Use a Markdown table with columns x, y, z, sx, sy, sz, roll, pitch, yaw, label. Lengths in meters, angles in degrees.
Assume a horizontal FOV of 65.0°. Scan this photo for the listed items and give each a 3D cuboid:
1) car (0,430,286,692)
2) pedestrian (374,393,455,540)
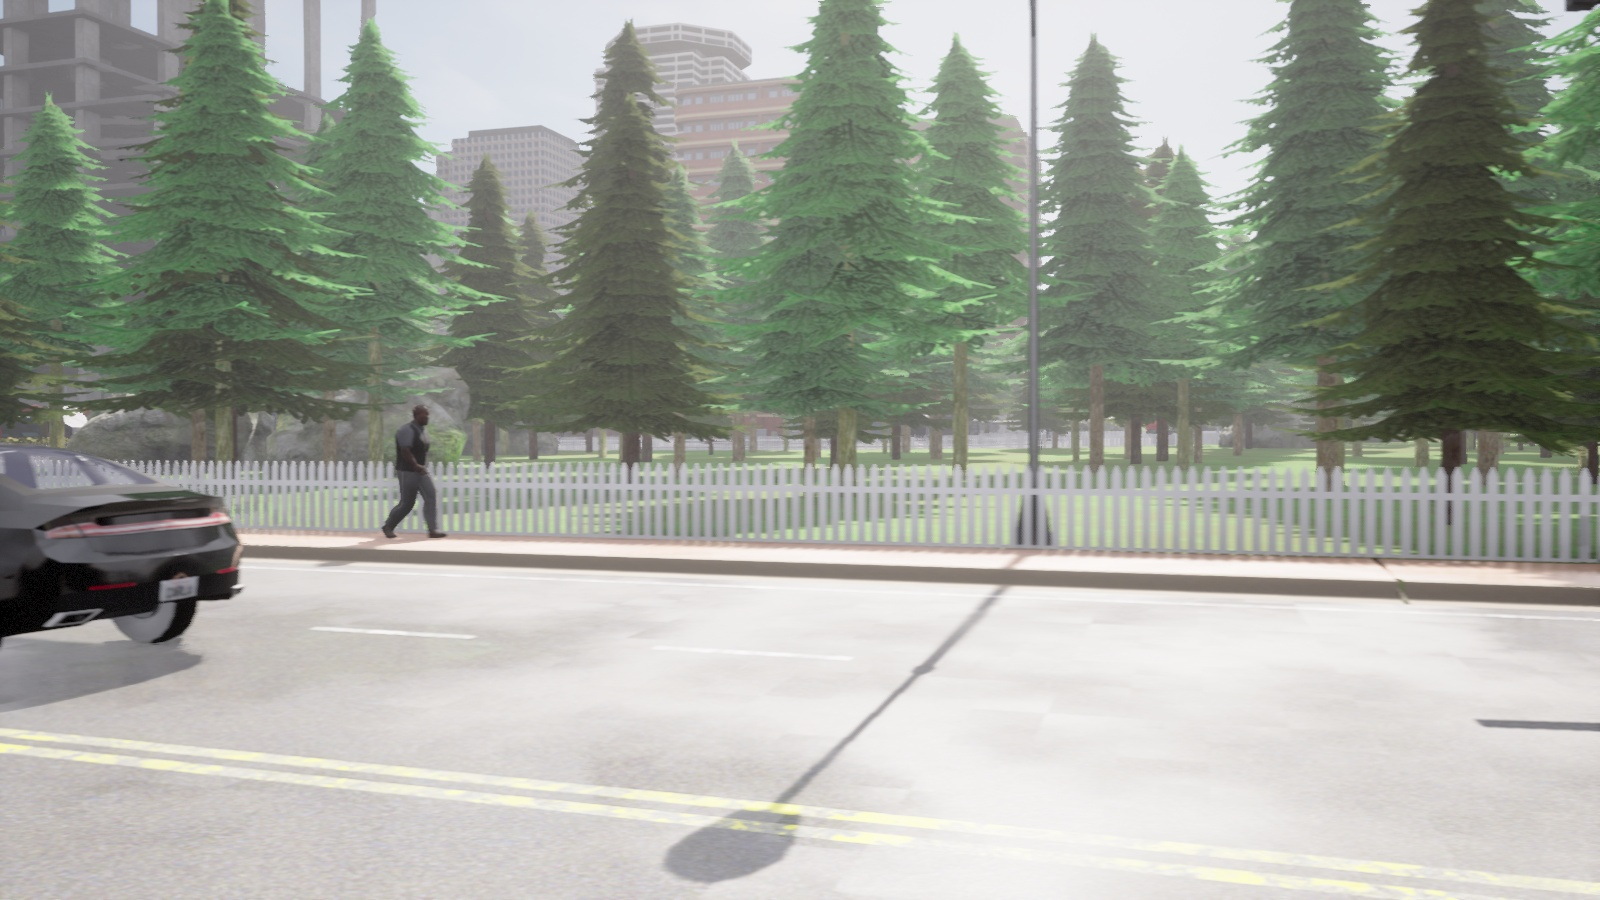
| x | y | z | sx | sy | sz | roll | pitch | yaw | label |
| --- | --- | --- | --- | --- | --- | --- | --- | --- | --- |
| -6.468 | 0.613 | 9.061 | 4.902 | 1.511 | 2.128 | 1 | 1 | 19 | car |
| -5.058 | 0.202 | 16.504 | 0.849 | 1.883 | 0.563 | 1 | 1 | 19 | pedestrian |
